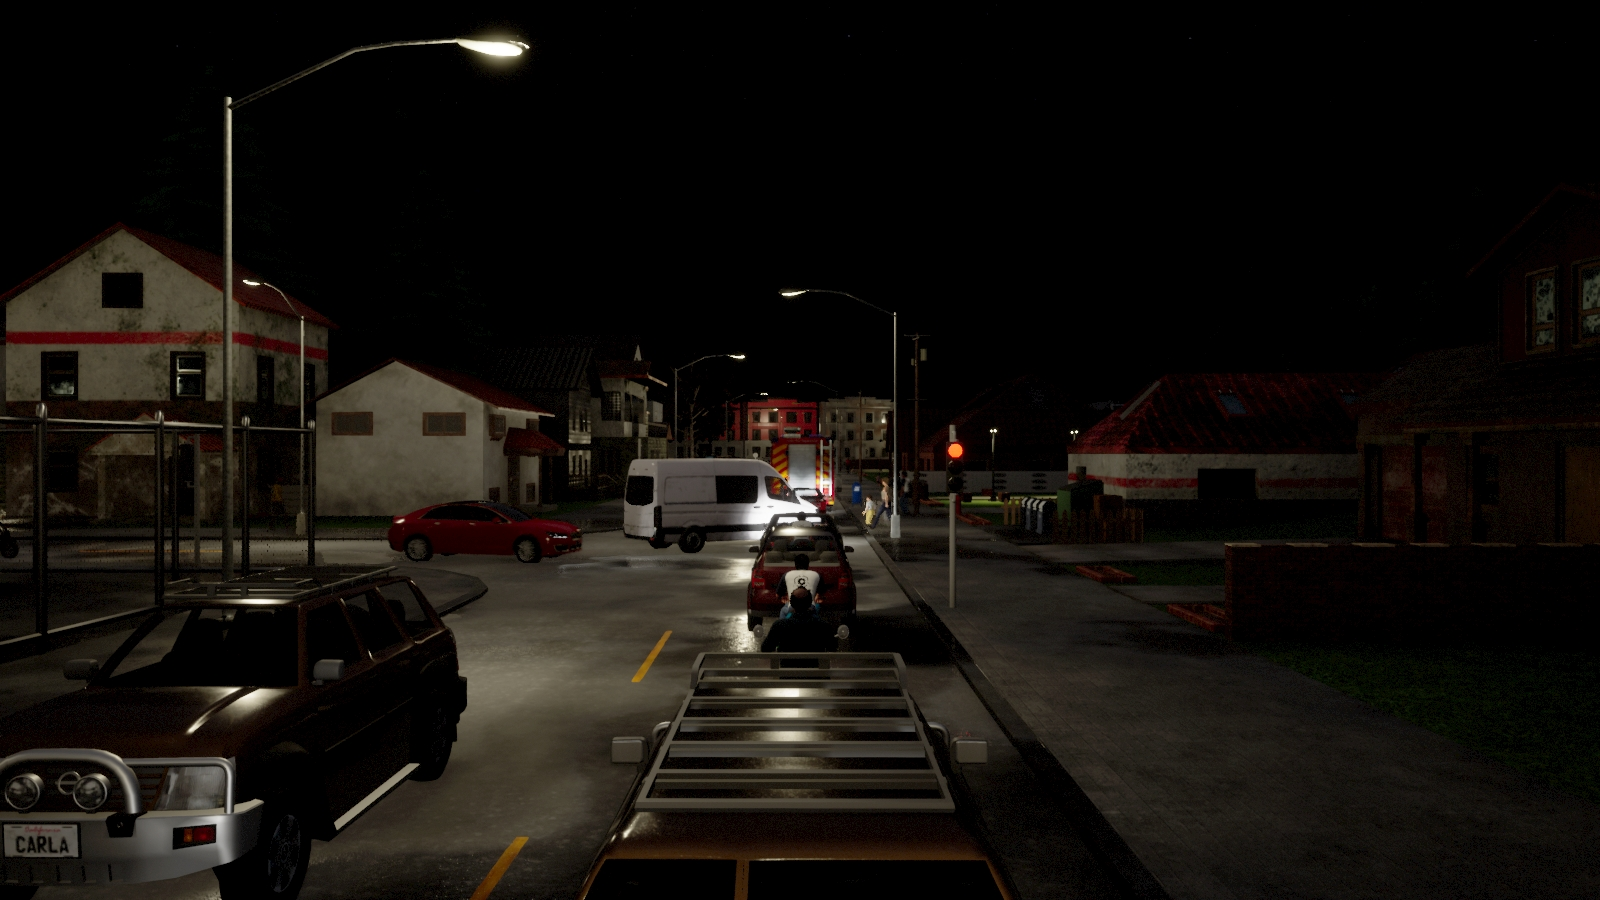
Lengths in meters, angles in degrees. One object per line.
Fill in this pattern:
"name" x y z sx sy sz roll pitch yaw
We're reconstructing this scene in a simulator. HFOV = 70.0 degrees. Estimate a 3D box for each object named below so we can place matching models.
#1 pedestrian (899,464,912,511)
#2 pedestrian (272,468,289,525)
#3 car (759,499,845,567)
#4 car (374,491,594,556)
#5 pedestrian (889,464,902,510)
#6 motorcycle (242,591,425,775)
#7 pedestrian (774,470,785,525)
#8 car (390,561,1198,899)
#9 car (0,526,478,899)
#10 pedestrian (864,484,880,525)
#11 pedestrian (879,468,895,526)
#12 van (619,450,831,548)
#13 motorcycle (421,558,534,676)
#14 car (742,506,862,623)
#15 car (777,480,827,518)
"pedestrian" 4.259 1.507 46.041 0.375 1.860 0.375 0 0 -42
"pedestrian" -17.045 1.510 37.503 0.375 1.860 0.375 0 0 0
"car" 0.043 1.924 27.447 1.895 1.301 4.718 0 0 0
"car" -7.951 1.830 28.981 4.892 1.480 2.231 0 0 10
"pedestrian" 3.923 1.505 46.867 0.375 1.860 0.375 0 0 -23
"motorcycle" -3.994 1.958 9.954 0.856 1.236 1.805 0 0 0
"pedestrian" -0.702 1.613 39.209 0.375 1.860 0.375 0 0 -4
"car" -0.006 1.641 5.035 1.932 1.855 4.605 0 0 0
"car" -3.983 1.640 8.349 1.932 1.855 4.605 0 0 0
"pedestrian" 2.364 1.790 37.528 0.375 1.300 0.375 0 0 32
"pedestrian" 2.826 1.512 36.945 0.375 1.860 0.375 0 0 39
"van" -2.053 1.302 32.662 5.915 2.561 1.988 0 0 -36
"motorcycle" -3.894 1.987 13.966 0.803 1.145 2.033 0 0 0
"car" 0.027 1.798 18.824 1.789 1.549 3.705 0 0 0
"car" 0.081 1.918 45.715 1.895 1.301 4.718 0 0 0
